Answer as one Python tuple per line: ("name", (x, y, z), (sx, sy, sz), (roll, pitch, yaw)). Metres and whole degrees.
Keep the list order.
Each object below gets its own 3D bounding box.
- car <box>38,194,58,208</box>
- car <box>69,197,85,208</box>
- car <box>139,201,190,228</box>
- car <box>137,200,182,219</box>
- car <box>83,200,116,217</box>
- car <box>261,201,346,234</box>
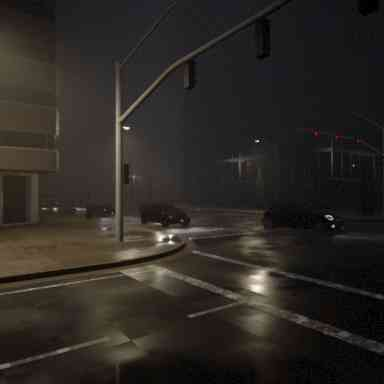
("car", (-22.275, 1.282, 51.106), (2.150, 2.045, 5.566), (0, 0, -36))
("car", (-16.948, 1.548, 49.683), (2.128, 1.511, 4.902), (0, 0, -36))
("car", (-2.014, 1.581, 23.309), (1.812, 1.442, 4.674), (0, 0, -36))
("car", (-3.098, 1.533, 30.683), (1.882, 1.535, 5.008), (0, 0, -36))
("car", (-8.545, 1.656, 32.200), (1.895, 1.301, 4.718), (0, 0, -36))
("car", (6.397, 1.379, 19.360), (4.553, 1.767, 2.097), (-1, -1, 43))
